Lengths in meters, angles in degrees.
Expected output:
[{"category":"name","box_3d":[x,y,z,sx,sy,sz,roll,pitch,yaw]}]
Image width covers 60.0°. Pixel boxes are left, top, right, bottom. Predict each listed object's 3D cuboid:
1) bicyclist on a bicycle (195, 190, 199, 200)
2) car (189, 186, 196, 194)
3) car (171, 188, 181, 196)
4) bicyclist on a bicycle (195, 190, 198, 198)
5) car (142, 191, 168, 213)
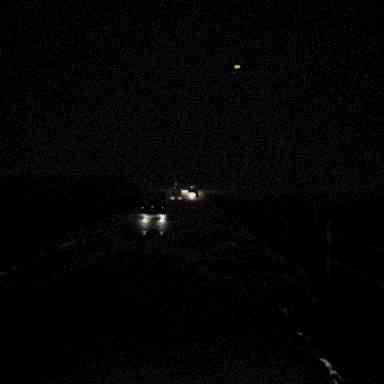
[{"category":"bicyclist on a bicycle","box_3d":[0.976,0.636,62.111,0.582,1.620,1.656,0,1,0]},{"category":"car","box_3d":[0.017,-0.257,88.028,1.837,1.490,4.892,0,2,0]},{"category":"car","box_3d":[-3.486,0.003,74.646,2.097,1.767,4.553,0,2,0]},{"category":"bicyclist on a bicycle","box_3d":[0.977,0.365,71.107,0.582,1.620,1.656,0,1,0]},{"category":"car","box_3d":[-3.591,0.953,33.012,2.150,2.045,5.566,0,1,0]}]
